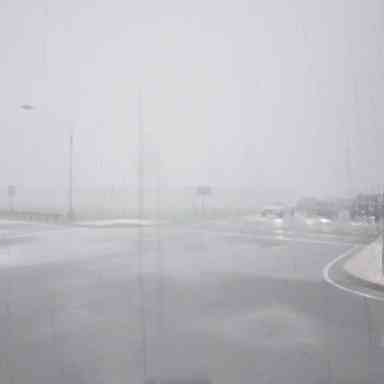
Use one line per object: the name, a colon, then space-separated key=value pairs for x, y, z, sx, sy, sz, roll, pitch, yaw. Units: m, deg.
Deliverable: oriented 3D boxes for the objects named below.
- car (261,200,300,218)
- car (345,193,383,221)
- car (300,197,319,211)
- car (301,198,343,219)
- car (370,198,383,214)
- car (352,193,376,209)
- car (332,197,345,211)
car: x=7.936 y=1.504 z=30.398 sx=1.812 sy=1.442 sz=4.674 roll=0 pitch=0 yaw=37
car: x=14.863 y=1.215 z=28.001 sx=2.150 sy=2.045 sz=5.566 roll=0 pitch=0 yaw=36
car: x=13.257 y=1.331 z=37.668 sx=2.097 sy=1.767 sz=4.553 roll=0 pitch=0 yaw=36
car: x=11.553 y=1.549 z=29.401 sx=1.994 sy=1.385 sz=4.181 roll=0 pitch=0 yaw=36
car: x=20.797 y=1.471 z=36.132 sx=1.882 sy=1.535 sz=5.008 roll=0 pitch=0 yaw=36
car: x=24.186 y=1.208 z=46.671 sx=2.150 sy=2.045 sz=5.566 roll=0 pitch=0 yaw=37
car: x=17.701 y=1.491 z=37.821 sx=1.837 sy=1.490 sz=4.892 roll=0 pitch=0 yaw=36
